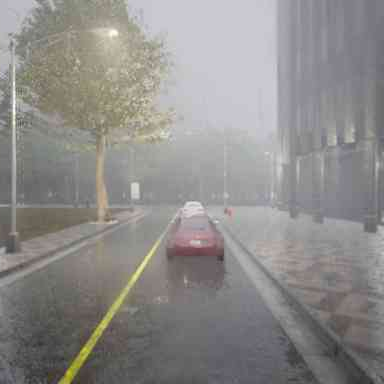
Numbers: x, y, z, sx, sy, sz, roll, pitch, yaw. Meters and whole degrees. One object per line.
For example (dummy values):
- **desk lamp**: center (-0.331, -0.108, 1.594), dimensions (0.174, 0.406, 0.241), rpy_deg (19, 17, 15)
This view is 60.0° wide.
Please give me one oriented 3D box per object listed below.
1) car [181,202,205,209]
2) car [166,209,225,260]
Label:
- **car**: center (0.093, 1.507, 26.972), dimensions (1.812, 1.442, 4.674), rpy_deg (0, 0, 0)
- **car**: center (0.104, 1.557, 12.440), dimensions (1.994, 1.385, 4.181), rpy_deg (0, 0, 0)
